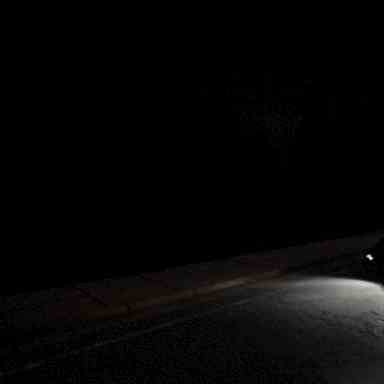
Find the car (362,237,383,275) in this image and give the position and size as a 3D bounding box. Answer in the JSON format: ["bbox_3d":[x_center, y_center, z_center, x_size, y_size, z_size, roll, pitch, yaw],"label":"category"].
[{"bbox_3d":[7.081,1.604,9.788,5.357,1.411,2.033,0,-1,-39],"label":"car"}]
